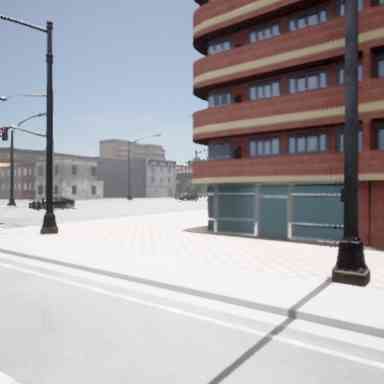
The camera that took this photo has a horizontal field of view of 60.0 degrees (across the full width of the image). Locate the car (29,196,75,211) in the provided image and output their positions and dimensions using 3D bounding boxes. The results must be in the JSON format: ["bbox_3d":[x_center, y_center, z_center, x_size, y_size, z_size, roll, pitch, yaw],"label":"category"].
[{"bbox_3d":[-15.450,1.193,36.951,1.882,1.535,5.008,0,1,37],"label":"car"}]

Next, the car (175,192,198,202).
[{"bbox_3d":[-0.934,0.809,56.389,1.837,1.490,4.892,0,1,37],"label":"car"}]
